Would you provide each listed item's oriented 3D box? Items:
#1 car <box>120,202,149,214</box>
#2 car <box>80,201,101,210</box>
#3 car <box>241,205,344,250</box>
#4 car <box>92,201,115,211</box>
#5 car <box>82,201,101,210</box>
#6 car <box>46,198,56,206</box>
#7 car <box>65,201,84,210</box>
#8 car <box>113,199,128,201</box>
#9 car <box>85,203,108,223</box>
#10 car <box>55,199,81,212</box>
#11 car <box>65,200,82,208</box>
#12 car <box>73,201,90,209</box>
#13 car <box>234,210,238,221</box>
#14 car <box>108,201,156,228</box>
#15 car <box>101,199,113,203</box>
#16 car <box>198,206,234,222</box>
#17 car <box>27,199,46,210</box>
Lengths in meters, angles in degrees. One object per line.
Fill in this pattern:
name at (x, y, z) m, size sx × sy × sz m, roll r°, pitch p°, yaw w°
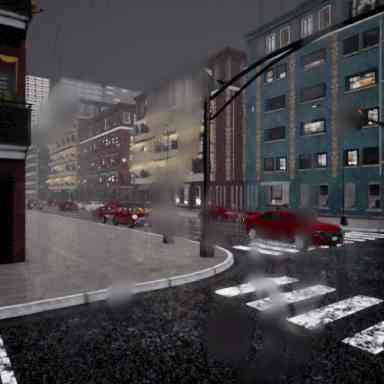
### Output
car at (-7.332, 2.037, 42.355) m, size 1.947 × 1.339 × 4.313 m, roll -1°, pitch 0°, yaw -35°
car at (-13.919, 2.090, 47.374) m, size 1.812 × 1.442 × 4.674 m, roll 0°, pitch -1°, yaw -35°
car at (4.456, 1.582, 15.215) m, size 1.882 × 1.535 × 5.008 m, roll 0°, pitch -1°, yaw -27°
car at (-13.697, 2.159, 51.445) m, size 2.008 × 1.369 × 4.403 m, roll -1°, pitch 0°, yaw -35°
car at (-16.879, 2.258, 55.990) m, size 1.802 × 1.307 × 4.206 m, roll -1°, pitch 0°, yaw -35°
car at (-32.797, 2.327, 78.716) m, size 2.192 × 1.841 × 5.009 m, roll -1°, pitch 0°, yaw -35°
car at (-19.621, 2.211, 55.448) m, size 1.812 × 1.442 × 4.674 m, roll 0°, pitch -1°, yaw -35°
car at (-5.030, 1.671, 29.646) m, size 2.097 × 1.767 × 4.553 m, roll 0°, pitch -1°, yaw -35°
car at (-7.409, 1.904, 28.727) m, size 1.802 × 1.307 × 4.206 m, roll -1°, pitch 0°, yaw -35°
car at (-17.794, 2.071, 48.002) m, size 1.882 × 1.535 × 5.008 m, roll 0°, pitch -1°, yaw -34°
car at (-23.245, 2.377, 65.080) m, size 1.947 × 1.339 × 4.313 m, roll -1°, pitch 0°, yaw -35°
car at (-20.062, 2.325, 60.535) m, size 1.802 × 1.307 × 4.206 m, roll -1°, pitch 0°, yaw -35°
car at (5.404, 1.639, 24.180) m, size 1.967 × 1.590 × 4.097 m, roll -1°, pitch 0°, yaw -35°
car at (-4.228, 1.694, 24.182) m, size 1.967 × 1.590 × 4.097 m, roll -1°, pitch 0°, yaw -35°
car at (-10.518, 1.855, 46.901) m, size 2.192 × 1.841 × 5.009 m, roll -1°, pitch 0°, yaw -35°
car at (2.220, 1.849, 28.722) m, size 1.802 × 1.307 × 4.206 m, roll -1°, pitch 0°, yaw -35°
car at (-26.507, 2.170, 55.998) m, size 1.967 × 1.590 × 4.097 m, roll -1°, pitch 0°, yaw -35°
